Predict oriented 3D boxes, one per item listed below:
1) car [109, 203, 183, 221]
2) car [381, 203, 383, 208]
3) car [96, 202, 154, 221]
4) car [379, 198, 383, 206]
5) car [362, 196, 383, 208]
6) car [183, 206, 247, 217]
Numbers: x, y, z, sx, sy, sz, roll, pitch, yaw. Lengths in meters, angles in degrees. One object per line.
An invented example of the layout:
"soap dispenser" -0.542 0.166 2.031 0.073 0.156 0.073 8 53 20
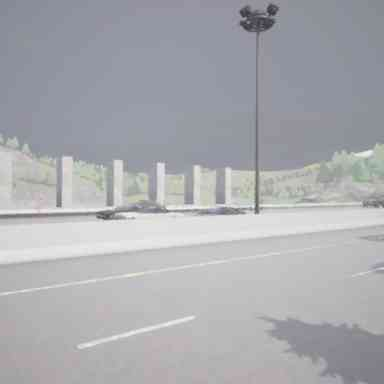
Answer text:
"car" -3.021 1.690 23.331 4.718 1.301 1.895 1 0 -36
"car" 11.645 1.506 16.467 4.553 1.767 2.097 1 0 -36
"car" -5.051 1.690 26.182 4.718 1.301 1.895 1 0 -36
"car" 33.199 2.078 54.607 4.718 1.301 1.895 1 0 -36
"car" 32.043 1.723 58.089 5.566 2.045 2.150 1 0 -37
"car" 1.863 1.682 22.554 4.181 1.385 1.994 1 0 -36
